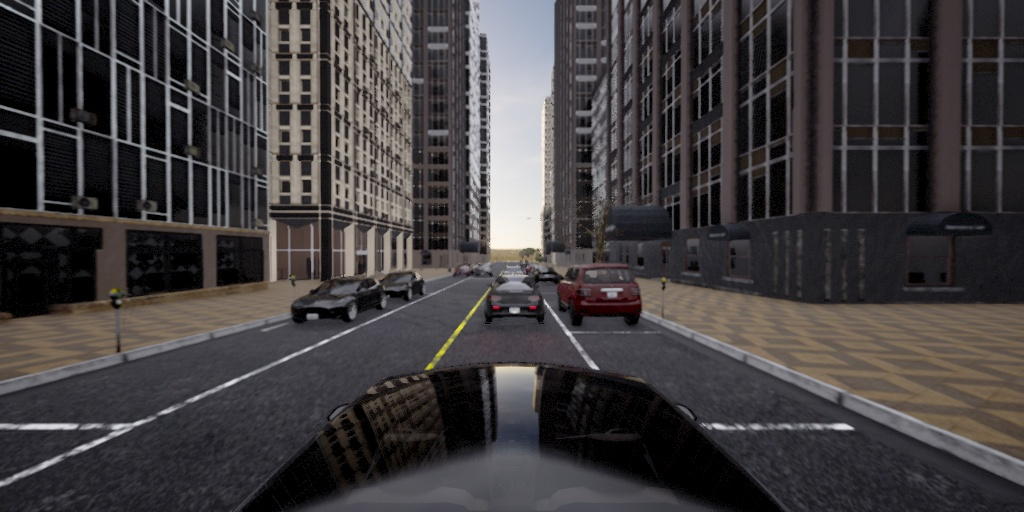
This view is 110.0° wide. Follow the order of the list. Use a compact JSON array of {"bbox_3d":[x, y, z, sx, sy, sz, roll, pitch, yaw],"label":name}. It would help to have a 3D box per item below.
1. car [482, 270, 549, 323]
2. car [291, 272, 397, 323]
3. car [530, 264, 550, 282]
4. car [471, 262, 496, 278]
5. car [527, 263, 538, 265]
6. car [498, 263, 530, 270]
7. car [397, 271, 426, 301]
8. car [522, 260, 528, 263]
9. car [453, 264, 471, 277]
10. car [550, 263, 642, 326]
[{"bbox_3d":[0.087,1.370,12.402,1.812,1.442,4.674,0,0,0],"label":"car"},{"bbox_3d":[-5.820,1.413,12.655,1.948,1.339,4.313,0,0,0],"label":"car"},{"bbox_3d":[2.710,1.560,29.608,1.948,1.339,4.313,0,0,0],"label":"car"},{"bbox_3d":[-3.069,1.606,39.734,1.812,1.442,4.674,0,-1,0],"label":"car"},{"bbox_3d":[2.714,1.593,35.282,2.007,1.370,4.403,0,0,0],"label":"car"},{"bbox_3d":[0.103,1.534,28.702,2.033,1.411,5.357,0,0,0],"label":"car"},{"bbox_3d":[-5.647,1.462,18.329,1.948,1.339,4.313,0,0,0],"label":"car"},{"bbox_3d":[2.722,1.579,46.631,1.967,1.591,4.097,0,0,0],"label":"car"},{"bbox_3d":[-5.630,1.674,41.023,1.802,1.307,4.207,0,0,0],"label":"car"},{"bbox_3d":[2.737,1.157,12.099,2.192,1.841,5.009,0,0,0],"label":"car"}]
